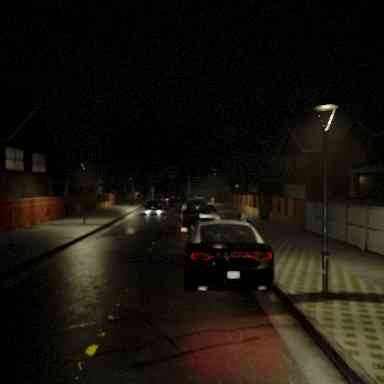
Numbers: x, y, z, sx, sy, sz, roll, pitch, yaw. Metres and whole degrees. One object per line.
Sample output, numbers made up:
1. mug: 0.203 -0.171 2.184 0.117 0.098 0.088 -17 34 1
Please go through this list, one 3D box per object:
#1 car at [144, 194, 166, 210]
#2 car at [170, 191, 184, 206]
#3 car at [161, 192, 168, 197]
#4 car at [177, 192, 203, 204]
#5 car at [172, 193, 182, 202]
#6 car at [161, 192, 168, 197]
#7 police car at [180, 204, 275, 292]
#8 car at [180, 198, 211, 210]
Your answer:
1. car: -4.291 1.238 37.594 2.033 1.411 5.357 0 0 -3
2. car: -1.880 0.849 45.705 2.150 2.045 5.566 0 0 -3
3. car: -7.388 0.652 90.508 1.812 1.442 4.674 0 0 -3
4. car: 0.148 1.128 24.790 2.097 1.767 4.553 0 0 -3
5. car: -2.739 0.996 60.126 1.882 1.535 5.008 0 0 -3
6. car: -6.661 0.768 78.455 1.812 1.442 4.674 0 0 -3
7. police car: 0.735 1.336 8.865 1.930 1.638 5.238 0 1 -1
8. car: 0.432 1.302 18.799 1.882 1.535 5.008 0 0 -2
